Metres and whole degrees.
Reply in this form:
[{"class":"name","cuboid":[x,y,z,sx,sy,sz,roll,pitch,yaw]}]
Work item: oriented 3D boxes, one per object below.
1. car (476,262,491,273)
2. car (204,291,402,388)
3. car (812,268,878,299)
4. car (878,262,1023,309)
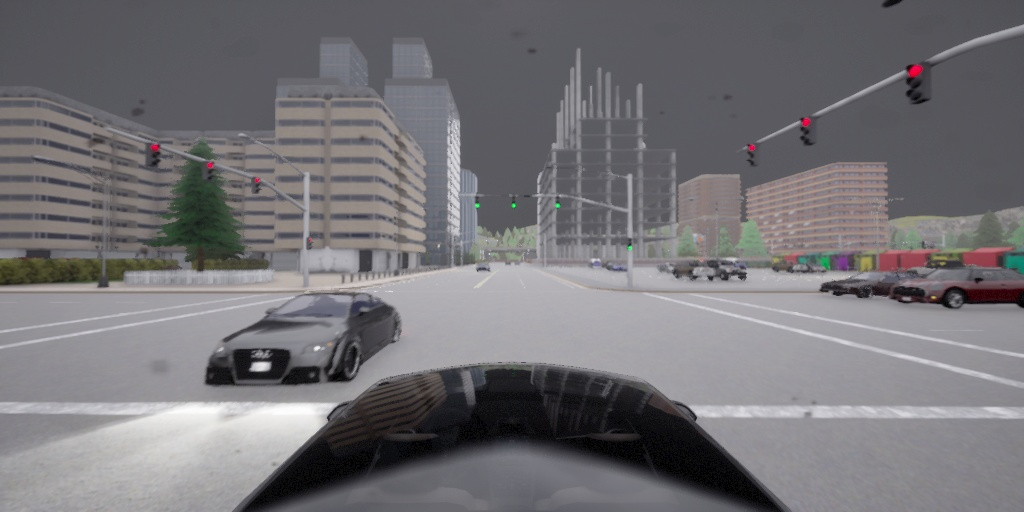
[{"class":"car","cuboid":[-4.496,1.709,56.344,2.097,1.767,4.553,0,-1,0]},{"class":"car","cuboid":[-3.640,1.409,7.109,1.994,1.385,4.181,0,-1,-2]},{"class":"car","cuboid":[19.489,1.502,18.891,5.357,1.411,2.033,0,-1,1]},{"class":"car","cuboid":[19.210,1.266,15.392,4.553,1.767,2.097,0,-1,1]}]
